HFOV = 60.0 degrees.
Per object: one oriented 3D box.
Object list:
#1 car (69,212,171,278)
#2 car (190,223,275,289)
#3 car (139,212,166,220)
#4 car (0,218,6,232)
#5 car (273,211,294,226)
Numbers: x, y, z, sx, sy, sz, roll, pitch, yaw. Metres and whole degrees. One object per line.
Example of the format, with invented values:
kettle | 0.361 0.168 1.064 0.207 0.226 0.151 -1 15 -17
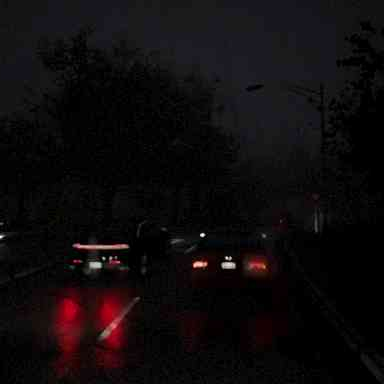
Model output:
car | -1.945 1.550 10.372 2.128 1.511 4.902 -1 0 9
car | 1.129 1.571 9.358 2.033 1.411 5.357 -1 0 8
car | -7.649 4.732 65.383 5.008 1.535 1.882 0 -4 3
car | -14.554 2.064 23.175 2.033 1.411 5.357 4 -5 -42
car | 10.189 2.944 37.151 1.837 1.490 4.892 0 -4 21
